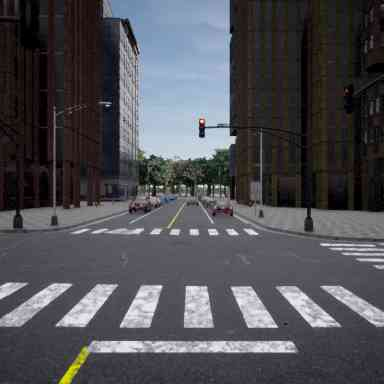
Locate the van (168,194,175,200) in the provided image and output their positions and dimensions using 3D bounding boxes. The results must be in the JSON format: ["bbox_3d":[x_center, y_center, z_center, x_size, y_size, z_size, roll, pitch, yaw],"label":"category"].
[{"bbox_3d":[-5.693,1.377,91.533,1.690,1.788,3.998,0,0,0],"label":"van"}]

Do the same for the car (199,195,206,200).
[{"bbox_3d":[2.833,1.562,91.696,1.752,1.417,4.829,0,0,0],"label":"car"}]

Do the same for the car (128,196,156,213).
[{"bbox_3d":[-5.734,1.321,37.157,2.192,1.841,5.009,0,0,0],"label":"car"}]

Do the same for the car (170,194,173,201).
[{"bbox_3d":[-5.709,1.572,69.783,2.008,1.369,4.403,0,0,0],"label":"car"}]

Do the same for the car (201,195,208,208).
[{"bbox_3d":[2.799,1.561,48.025,2.008,1.369,4.403,0,0,0],"label":"car"}]

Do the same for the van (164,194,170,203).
[{"bbox_3d":[-5.713,1.359,64.345,1.690,1.788,3.998,0,0,0],"label":"van"}]

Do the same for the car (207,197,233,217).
[{"bbox_3d":[2.787,1.445,31.713,1.967,1.590,4.097,0,0,0],"label":"car"}]

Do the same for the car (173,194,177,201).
[{"bbox_3d":[-5.696,1.598,86.095,1.947,1.339,4.313,0,0,0],"label":"car"}]

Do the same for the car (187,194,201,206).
[{"bbox_3d":[0.143,1.561,55.956,2.033,1.411,5.357,0,0,0],"label":"car"}]

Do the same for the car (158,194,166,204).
[{"bbox_3d":[-5.722,1.538,53.300,1.752,1.417,4.829,0,0,0],"label":"car"}]

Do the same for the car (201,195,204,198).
[{"bbox_3d":[2.804,1.557,53.463,1.887,1.381,4.507,0,0,0],"label":"car"}]

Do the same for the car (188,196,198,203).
[{"bbox_3d":[0.155,1.584,69.774,1.994,1.385,4.181,0,0,0],"label":"car"}]

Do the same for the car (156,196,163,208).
[{"bbox_3d":[-5.726,1.592,48.032,1.802,1.307,4.206,0,0,0],"label":"car"}]
